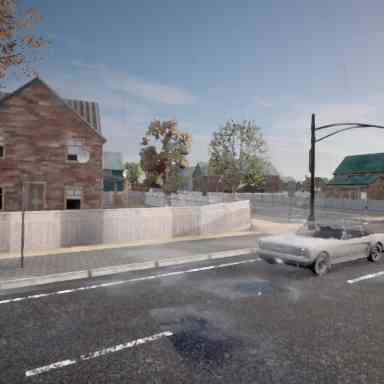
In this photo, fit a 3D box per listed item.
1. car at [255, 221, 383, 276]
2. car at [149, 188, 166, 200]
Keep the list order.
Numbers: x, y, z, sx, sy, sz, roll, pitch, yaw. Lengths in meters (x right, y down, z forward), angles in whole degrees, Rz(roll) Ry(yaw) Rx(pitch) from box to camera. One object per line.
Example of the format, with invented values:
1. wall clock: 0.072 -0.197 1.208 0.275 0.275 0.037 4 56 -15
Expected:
1. car: 4.241 1.608 10.513 4.718 1.301 1.895 0 0 -35
2. car: -6.517 0.336 61.647 2.150 2.045 5.566 1 1 -21
